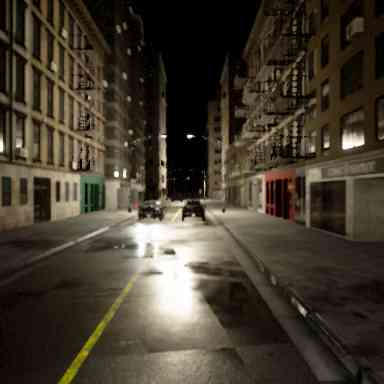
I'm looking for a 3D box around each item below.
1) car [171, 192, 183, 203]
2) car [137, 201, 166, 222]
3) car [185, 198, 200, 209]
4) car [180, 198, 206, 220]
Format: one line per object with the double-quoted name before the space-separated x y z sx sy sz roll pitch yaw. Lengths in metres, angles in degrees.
"car" -2.974 0.958 66.815 2.150 2.045 5.566 0 0 0
"car" -3.088 1.449 26.222 2.128 1.511 4.902 0 0 0
"car" 0.102 1.559 45.462 1.895 1.301 4.718 0 0 0
"car" 0.109 1.462 27.305 1.837 1.490 4.892 0 0 0
